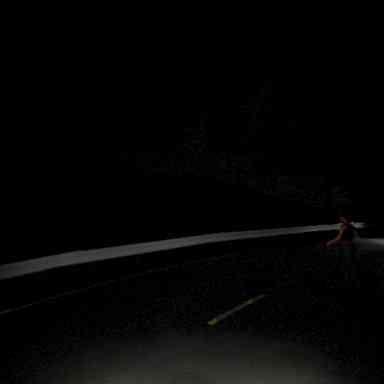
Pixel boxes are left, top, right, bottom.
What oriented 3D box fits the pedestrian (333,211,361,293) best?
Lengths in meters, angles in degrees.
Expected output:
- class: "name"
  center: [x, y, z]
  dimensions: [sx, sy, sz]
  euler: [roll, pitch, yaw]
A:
- class: "pedestrian"
  center: [3.541, 1.303, 7.604]
  dimensions: [0.375, 1.860, 0.375]
  euler: [0, 0, -43]
